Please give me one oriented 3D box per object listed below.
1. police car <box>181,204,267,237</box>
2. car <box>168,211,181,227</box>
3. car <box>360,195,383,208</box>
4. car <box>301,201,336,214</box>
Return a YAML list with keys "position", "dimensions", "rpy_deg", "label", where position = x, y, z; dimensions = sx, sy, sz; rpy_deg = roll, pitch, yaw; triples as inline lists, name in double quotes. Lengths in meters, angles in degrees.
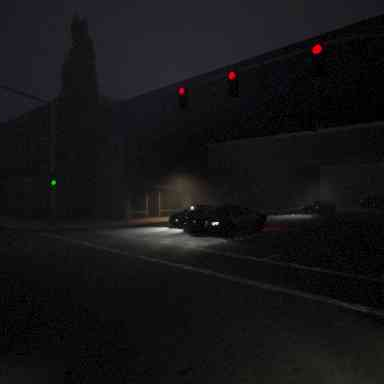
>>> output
- position: [2.044, 1.498, 18.203]
  dimensions: [2.038, 1.542, 4.974]
  rpy_deg: [0, 0, 44]
  label: "police car"
- position: [0.470, 1.549, 21.742]
  dimensions: [1.994, 1.385, 4.181]
  rpy_deg: [0, 0, 45]
  label: "car"
- position: [25.319, 1.265, 46.761]
  dimensions: [2.097, 1.767, 4.553]
  rpy_deg: [0, 0, 45]
  label: "car"
- position: [13.236, 1.589, 34.664]
  dimensions: [1.895, 1.301, 4.718]
  rpy_deg: [0, 0, 45]
  label: "car"
